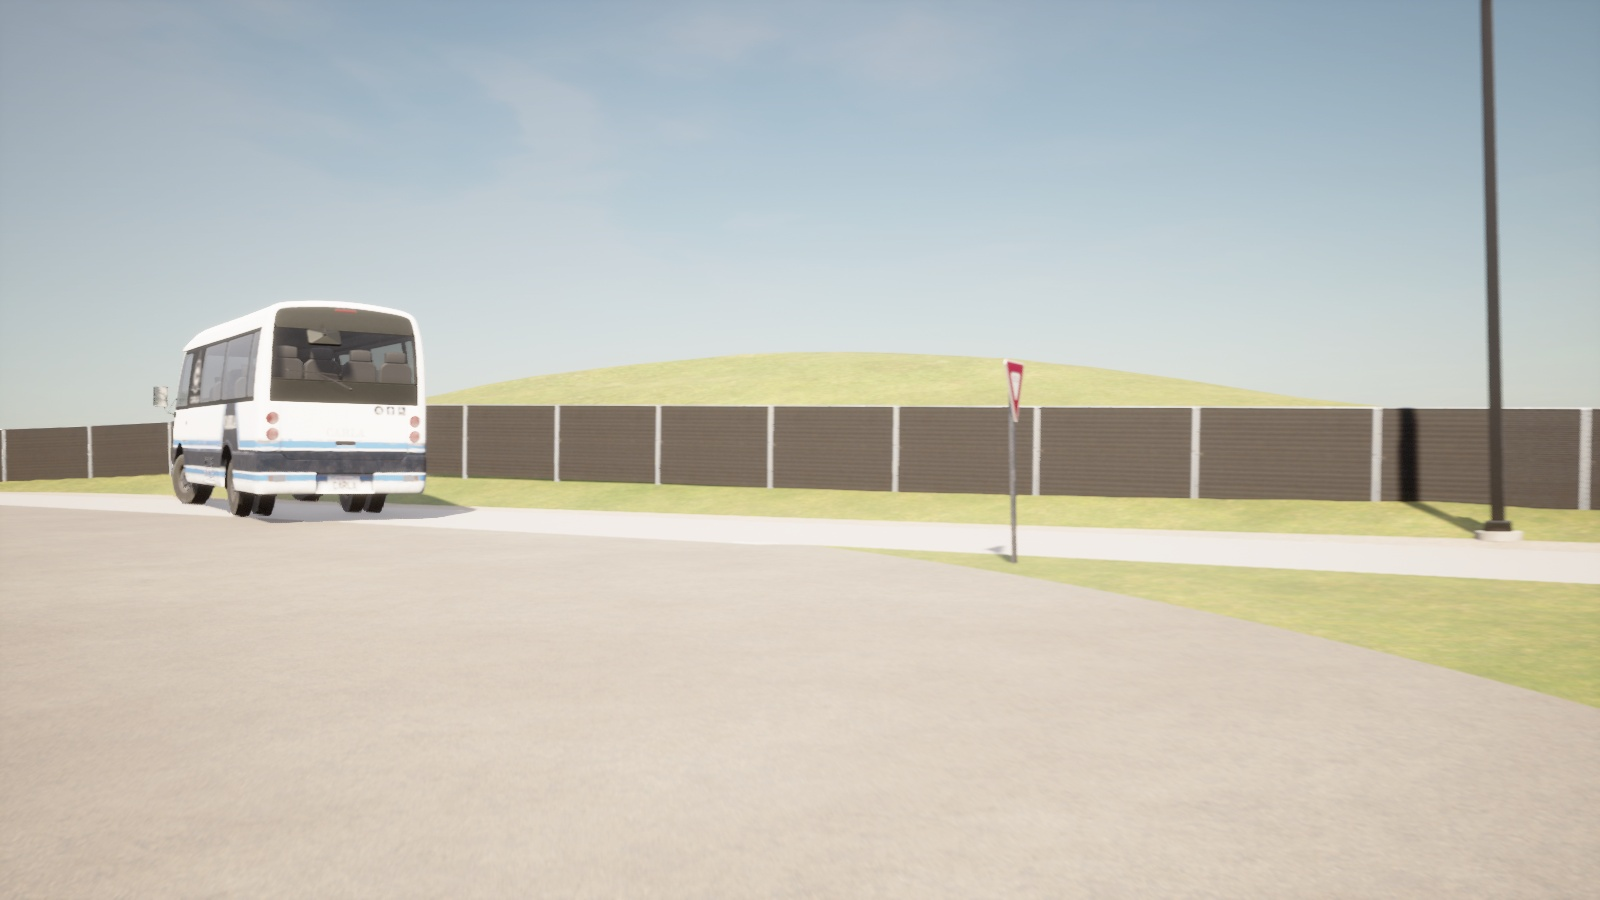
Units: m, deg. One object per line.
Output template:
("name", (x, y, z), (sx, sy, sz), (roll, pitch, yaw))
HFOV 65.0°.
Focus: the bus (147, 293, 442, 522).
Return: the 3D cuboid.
("bus", (-11.873, -0.806, 28.602), (3.944, 4.253, 10.273), (1, 0, -35))
